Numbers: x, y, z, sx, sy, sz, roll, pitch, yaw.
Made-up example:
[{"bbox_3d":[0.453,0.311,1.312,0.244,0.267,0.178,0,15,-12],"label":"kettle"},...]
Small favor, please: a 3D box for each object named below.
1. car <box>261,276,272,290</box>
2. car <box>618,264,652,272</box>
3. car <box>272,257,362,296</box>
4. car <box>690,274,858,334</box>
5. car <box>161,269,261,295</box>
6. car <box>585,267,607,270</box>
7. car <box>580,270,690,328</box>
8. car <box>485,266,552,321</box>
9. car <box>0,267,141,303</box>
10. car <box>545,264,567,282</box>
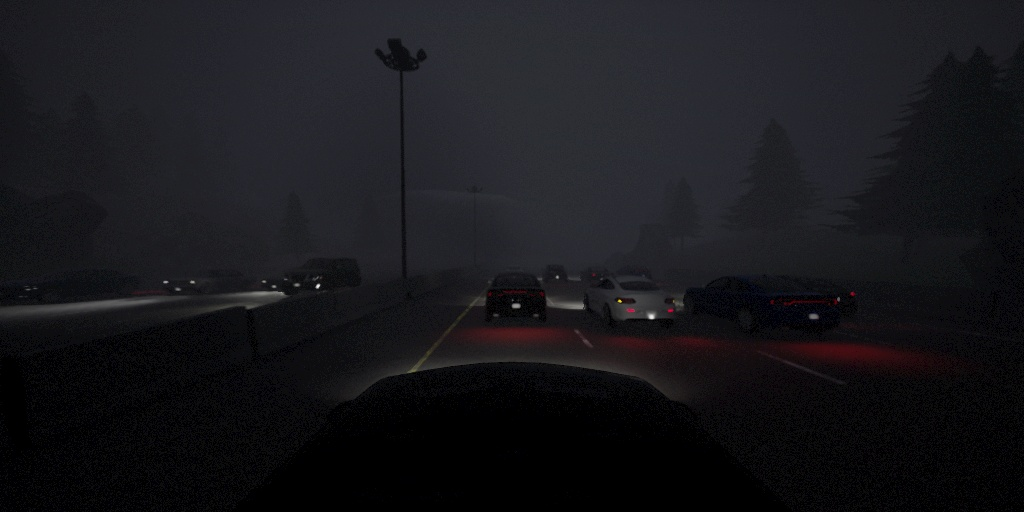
[{"bbox_3d":[-13.983,1.437,23.775,2.033,1.411,5.357,0,0,1],"label":"car"},{"bbox_3d":[10.683,1.457,31.771,1.882,1.535,5.008,0,0,0],"label":"car"},{"bbox_3d":[-10.517,1.091,20.347,2.150,2.045,5.566,0,-1,1],"label":"car"},{"bbox_3d":[7.122,1.293,10.928,1.882,1.535,5.008,0,0,0],"label":"car"},{"bbox_3d":[-17.510,1.465,21.026,1.895,1.301,4.718,0,0,1],"label":"car"},{"bbox_3d":[7.181,1.570,30.946,1.895,1.301,4.718,0,0,0],"label":"car"},{"bbox_3d":[3.625,1.342,11.606,1.812,1.442,4.674,0,0,0],"label":"car"},{"bbox_3d":[0.127,1.299,12.754,1.882,1.535,5.008,0,0,0],"label":"car"},{"bbox_3d":[-21.040,1.309,17.275,1.882,1.535,5.008,0,0,0],"label":"car"},{"bbox_3d":[3.682,1.473,31.405,1.837,1.490,4.892,0,-1,0],"label":"car"}]
